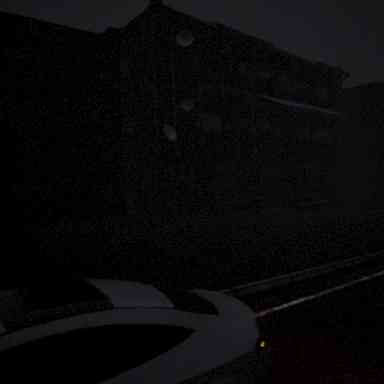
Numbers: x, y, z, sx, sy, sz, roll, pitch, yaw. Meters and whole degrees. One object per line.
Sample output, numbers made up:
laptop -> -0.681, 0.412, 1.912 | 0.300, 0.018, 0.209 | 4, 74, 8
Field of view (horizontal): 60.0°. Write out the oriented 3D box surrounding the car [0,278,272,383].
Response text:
car -> -1.368, 1.523, 2.484 | 4.674, 1.442, 1.812 | -1, 0, -36
